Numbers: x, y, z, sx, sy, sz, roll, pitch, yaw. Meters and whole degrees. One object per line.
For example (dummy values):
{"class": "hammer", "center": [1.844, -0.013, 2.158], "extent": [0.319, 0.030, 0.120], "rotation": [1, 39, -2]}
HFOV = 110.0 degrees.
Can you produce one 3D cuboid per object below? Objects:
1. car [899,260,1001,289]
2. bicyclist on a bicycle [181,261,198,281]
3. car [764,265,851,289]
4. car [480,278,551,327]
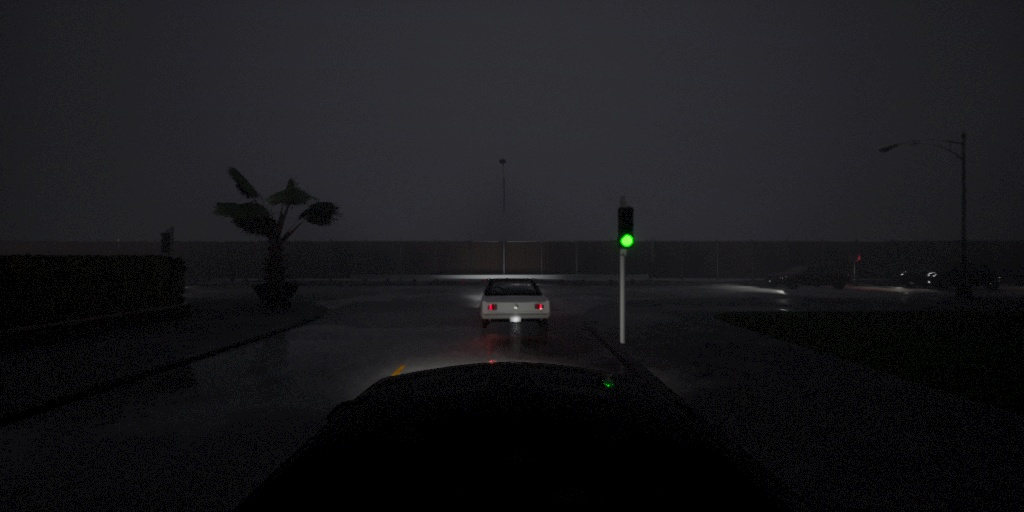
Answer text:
{"class": "car", "center": [27.412, 1.125, 22.586], "extent": [4.553, 1.767, 2.097], "rotation": [0, 0, 0]}
{"class": "bicyclist on a bicycle", "center": [-24.122, 0.986, 26.518], "extent": [0.582, 1.620, 1.656], "rotation": [0, 31, 0]}
{"class": "car", "center": [18.534, 1.299, 22.558], "extent": [4.674, 1.442, 1.812], "rotation": [0, 0, 0]}
{"class": "car", "center": [-0.058, 1.362, 11.573], "extent": [1.895, 1.301, 4.718], "rotation": [0, 0, -4]}
